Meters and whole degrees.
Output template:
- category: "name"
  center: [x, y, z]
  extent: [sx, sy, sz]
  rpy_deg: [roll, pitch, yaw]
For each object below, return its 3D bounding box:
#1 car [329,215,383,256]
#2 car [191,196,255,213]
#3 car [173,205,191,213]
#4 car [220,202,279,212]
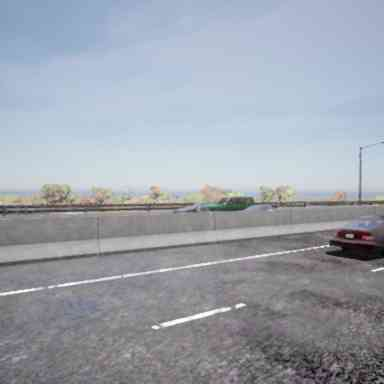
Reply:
- category: "car"
  center: [7.797, 1.671, 13.597]
  extent: [5.357, 1.411, 2.033]
  rpy_deg: [1, 0, -35]
- category: "car"
  center: [2.983, 1.382, 27.604]
  extent: [5.566, 2.045, 2.150]
  rpy_deg: [1, 0, -35]
- category: "car"
  center: [0.885, 1.707, 30.407]
  extent: [5.357, 1.411, 2.033]
  rpy_deg: [1, 0, -36]
- category: "car"
  center: [4.964, 1.707, 24.715]
  extent: [5.357, 1.411, 2.033]
  rpy_deg: [1, 0, -35]
